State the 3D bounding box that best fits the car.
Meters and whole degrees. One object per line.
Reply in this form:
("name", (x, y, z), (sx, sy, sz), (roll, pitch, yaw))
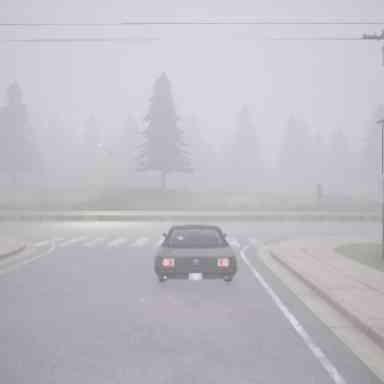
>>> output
("car", (0.080, 1.571, 9.546), (1.895, 1.301, 4.718), (0, 0, 0))
